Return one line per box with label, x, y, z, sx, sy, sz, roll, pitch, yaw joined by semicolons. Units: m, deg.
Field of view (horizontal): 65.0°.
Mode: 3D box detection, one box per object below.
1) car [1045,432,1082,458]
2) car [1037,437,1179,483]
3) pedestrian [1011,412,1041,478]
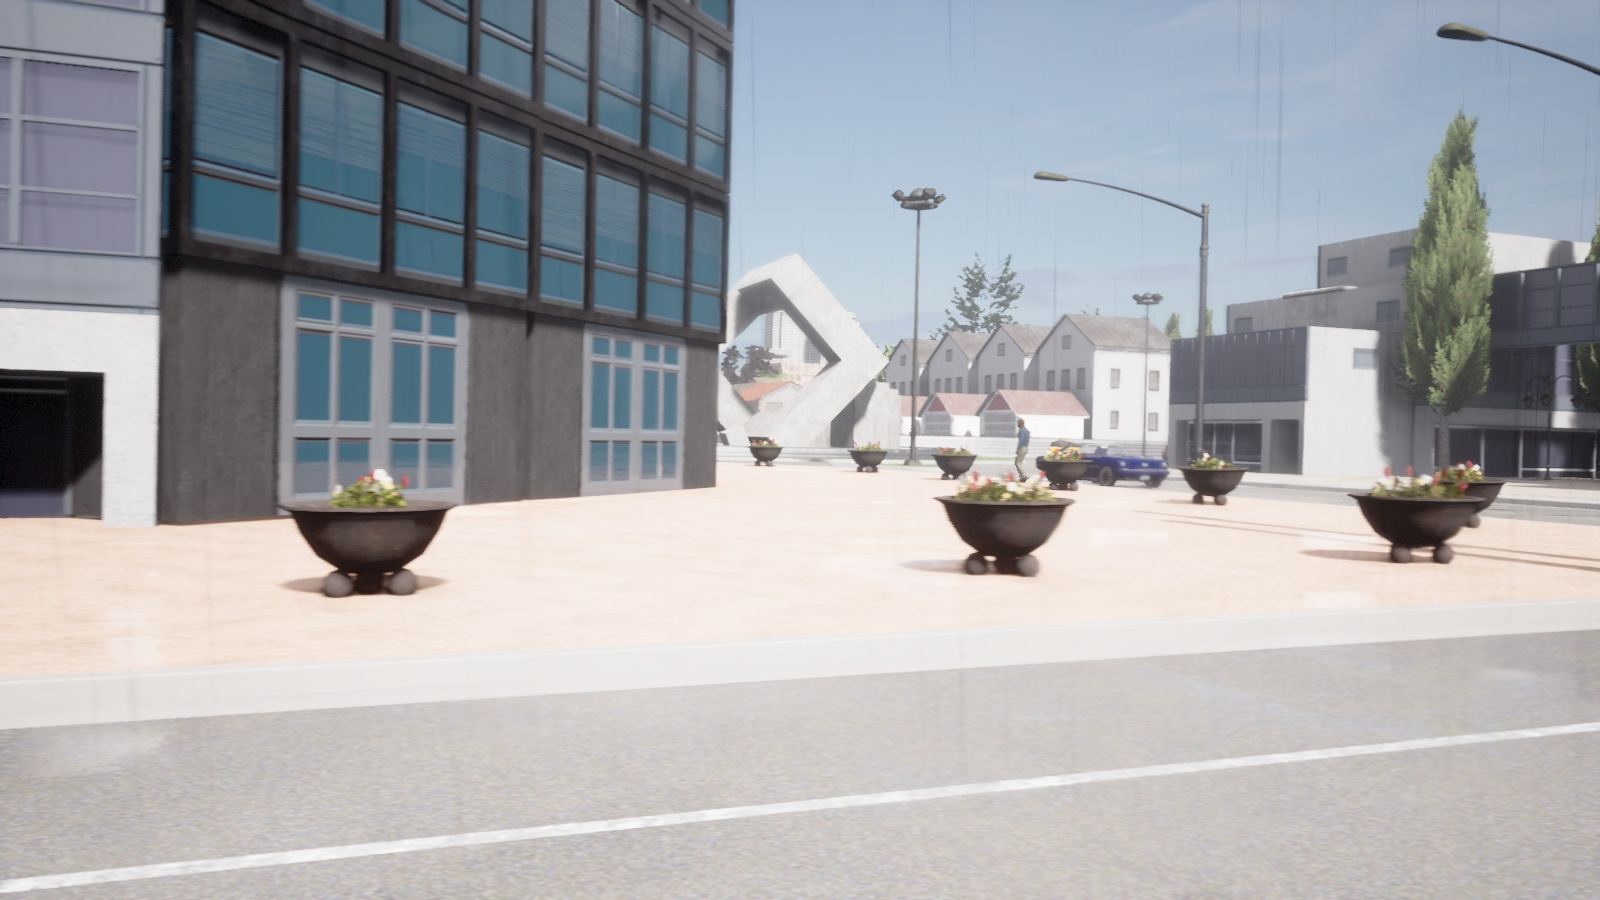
car;16.144;-0.321;76.771;1.801;1.575;5.366;0;1;16
car;9.385;0.261;38.698;1.895;1.301;4.718;0;1;-21
pedestrian;6.301;-0.138;34.973;0.726;1.835;0.370;1;1;38
